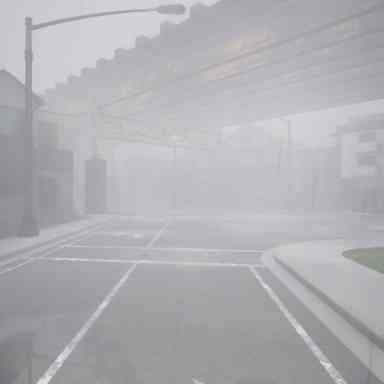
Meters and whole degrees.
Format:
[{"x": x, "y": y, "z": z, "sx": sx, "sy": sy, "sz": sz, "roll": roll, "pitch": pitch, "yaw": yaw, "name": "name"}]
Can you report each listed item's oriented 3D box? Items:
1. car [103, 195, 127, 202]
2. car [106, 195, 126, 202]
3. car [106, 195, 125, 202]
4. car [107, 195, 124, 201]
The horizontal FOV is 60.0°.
[{"x": -16.819, "y": 1.453, "z": 72.464, "sx": 4.974, "sy": 1.542, "sz": 2.038, "roll": 0, "pitch": 0, "yaw": -15, "name": "car"}, {"x": -16.769, "y": 1.295, "z": 72.477, "sx": 4.536, "sy": 1.218, "sz": 1.853, "roll": 0, "pitch": 0, "yaw": -15, "name": "car"}, {"x": -17.496, "y": 1.453, "z": 76.133, "sx": 2.038, "sy": 1.542, "sz": 4.974, "roll": 0, "pitch": 0, "yaw": 15, "name": "car"}, {"x": -17.482, "y": 1.295, "z": 76.183, "sx": 1.853, "sy": 1.218, "sz": 4.536, "roll": 0, "pitch": 0, "yaw": 15, "name": "car"}]
